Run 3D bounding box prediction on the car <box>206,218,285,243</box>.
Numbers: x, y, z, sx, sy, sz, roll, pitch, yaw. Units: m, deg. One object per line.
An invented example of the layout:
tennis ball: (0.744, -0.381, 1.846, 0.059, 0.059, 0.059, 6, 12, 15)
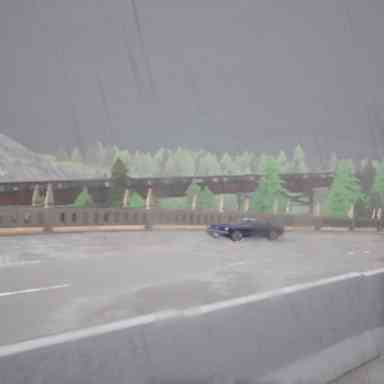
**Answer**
car: (3.117, 2.137, 19.120, 4.718, 1.301, 1.895, 5, -3, -35)
